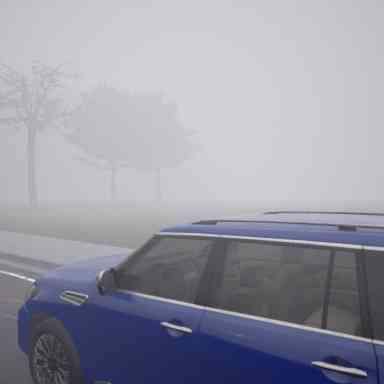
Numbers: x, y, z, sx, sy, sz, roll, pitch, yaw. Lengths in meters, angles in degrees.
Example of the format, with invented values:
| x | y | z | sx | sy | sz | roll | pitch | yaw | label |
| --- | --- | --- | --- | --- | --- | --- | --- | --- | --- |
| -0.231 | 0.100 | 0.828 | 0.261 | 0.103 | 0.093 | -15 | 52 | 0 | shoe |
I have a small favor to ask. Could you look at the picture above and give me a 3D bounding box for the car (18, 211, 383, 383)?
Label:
| x | y | z | sx | sy | sz | roll | pitch | yaw | label |
| --- | --- | --- | --- | --- | --- | --- | --- | --- | --- |
| 0.568 | 1.221 | 3.286 | 5.566 | 2.045 | 2.150 | 0 | 0 | 35 | car |
